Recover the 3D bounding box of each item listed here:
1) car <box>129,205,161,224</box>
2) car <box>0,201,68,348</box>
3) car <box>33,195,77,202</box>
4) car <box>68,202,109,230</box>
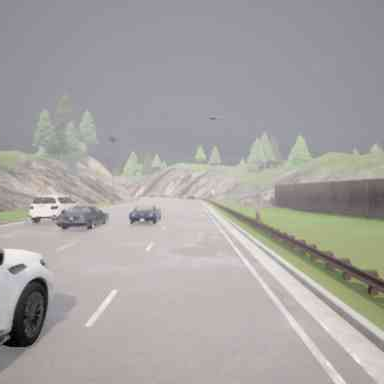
[{"bbox_3d":[-3.405,1.636,25.041,1.895,1.301,4.718,0,0,0],"label":"car"},{"bbox_3d":[-3.457,1.227,3.201,2.150,2.045,5.566,0,0,2],"label":"car"},{"bbox_3d":[-10.404,1.259,25.714,2.150,2.045,5.566,0,0,0],"label":"car"},{"bbox_3d":[-6.913,1.579,21.554,2.033,1.411,5.357,0,0,0],"label":"car"}]
